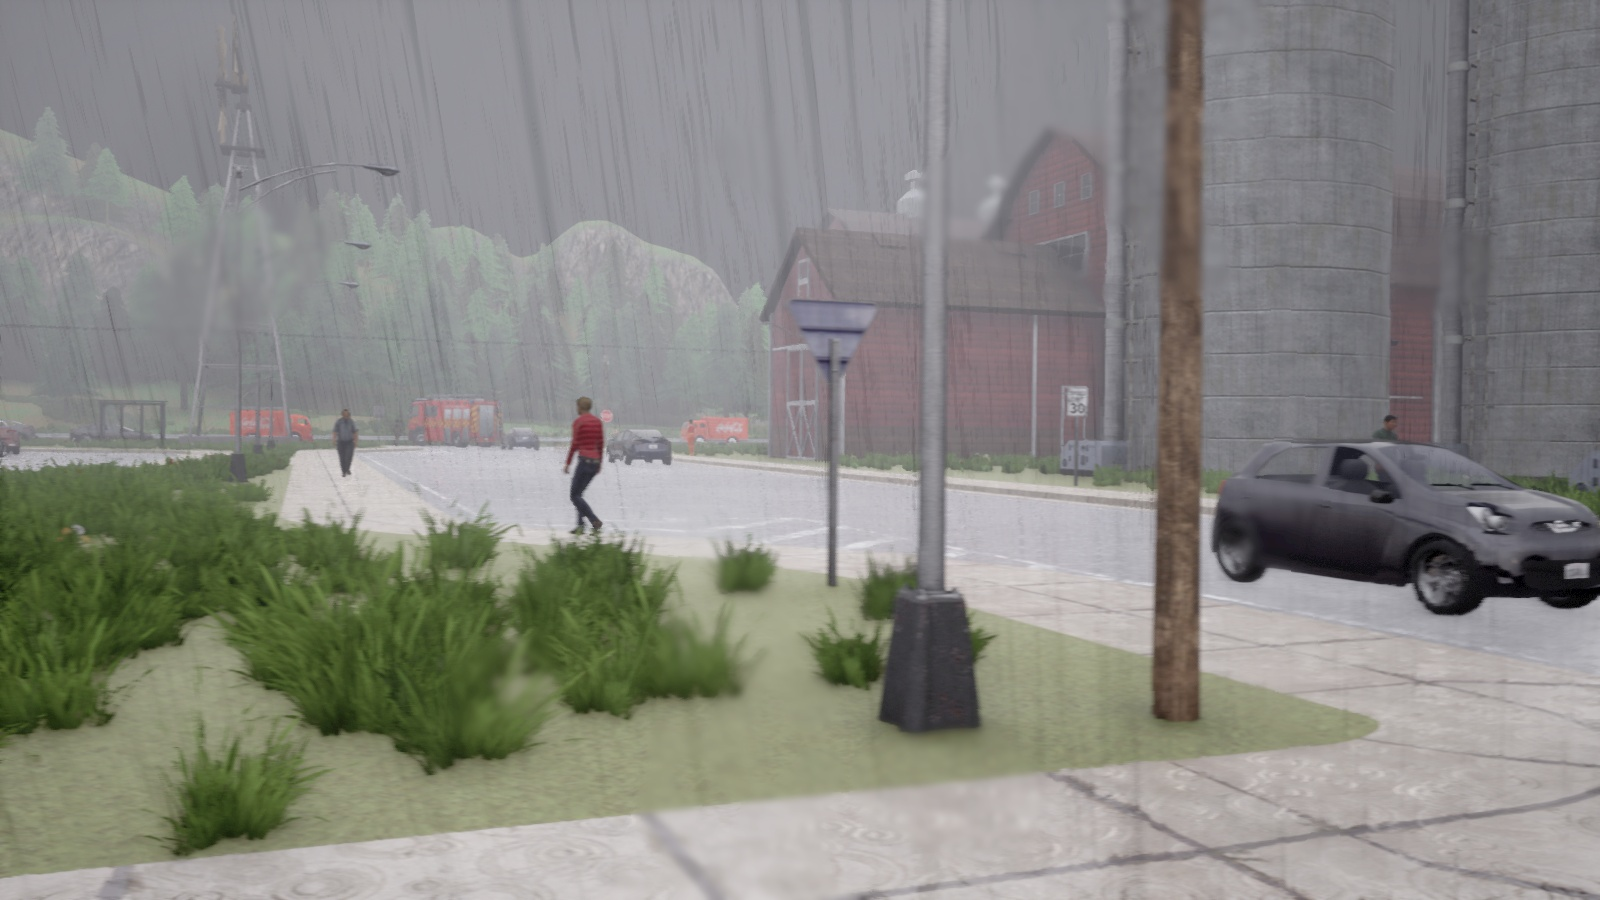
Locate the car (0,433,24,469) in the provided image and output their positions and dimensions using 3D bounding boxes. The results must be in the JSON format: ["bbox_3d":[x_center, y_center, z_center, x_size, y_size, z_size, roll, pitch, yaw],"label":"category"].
[{"bbox_3d":[-38.027,0.028,58.910,2.152,1.651,5.027,-1,1,-39],"label":"car"}]

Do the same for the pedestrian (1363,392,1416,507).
[{"bbox_3d":[10.269,-0.014,21.884,0.423,1.949,0.788,-1,1,-15],"label":"pedestrian"}]

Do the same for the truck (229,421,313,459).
[{"bbox_3d":[-36.290,-0.702,86.282,5.204,2.467,2.627,-1,1,-20],"label":"truck"}]

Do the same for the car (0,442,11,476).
[{"bbox_3d":[-33.685,0.395,51.022,1.994,1.385,4.181,-1,1,-22],"label":"car"}]

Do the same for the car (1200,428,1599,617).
[{"bbox_3d":[5.803,0.554,12.059,1.845,1.501,3.633,-1,1,-22],"label":"car"}]

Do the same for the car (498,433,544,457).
[{"bbox_3d":[-18.422,-0.351,82.732,2.163,1.488,4.792,-1,1,-22],"label":"car"}]

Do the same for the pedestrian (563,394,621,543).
[{"bbox_3d":[-2.630,0.223,15.867,0.636,1.846,0.331,0,1,34],"label":"pedestrian"}]

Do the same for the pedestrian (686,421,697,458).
[{"bbox_3d":[-5.462,-0.518,63.253,0.345,1.836,0.594,-1,1,-22],"label":"pedestrian"}]

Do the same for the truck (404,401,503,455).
[{"bbox_3d":[-25.627,-1.601,92.617,8.468,3.827,2.891,0,1,42],"label":"truck"}]

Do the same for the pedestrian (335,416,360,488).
[{"bbox_3d":[-11.772,0.048,32.662,0.540,1.848,0.694,-1,1,-24],"label":"pedestrian"}]

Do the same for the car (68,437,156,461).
[{"bbox_3d":[-45.363,-0.062,82.881,4.792,1.488,2.163,-1,1,-20],"label":"car"}]

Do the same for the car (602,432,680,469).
[{"bbox_3d":[-6.832,0.001,53.467,2.163,1.488,4.792,-1,1,-22],"label":"car"}]

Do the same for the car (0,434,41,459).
[{"bbox_3d":[-53.636,-0.204,83.506,5.027,1.651,2.152,-1,1,-20],"label":"car"}]
